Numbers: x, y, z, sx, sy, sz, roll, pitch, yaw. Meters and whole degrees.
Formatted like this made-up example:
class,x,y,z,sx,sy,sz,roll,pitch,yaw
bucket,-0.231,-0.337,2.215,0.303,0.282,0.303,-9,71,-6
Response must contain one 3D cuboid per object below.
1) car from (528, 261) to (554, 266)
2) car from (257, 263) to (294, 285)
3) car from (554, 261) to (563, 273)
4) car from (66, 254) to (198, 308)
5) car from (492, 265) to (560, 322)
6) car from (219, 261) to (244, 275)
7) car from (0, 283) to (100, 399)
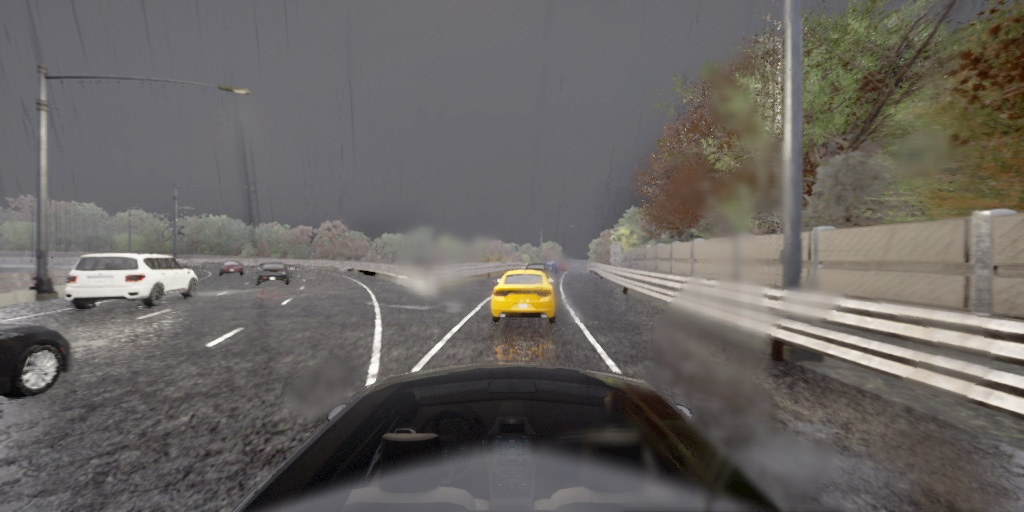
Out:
class,x,y,z,sx,sy,sz,roll,pitch,yaw
car,1.821,1.255,25.465,1.837,1.490,4.892,0,0,8
car,-16.712,1.209,25.335,1.837,1.490,4.892,0,0,-30
car,4.677,1.331,41.974,1.882,1.535,5.008,0,-1,10
car,-15.060,0.932,14.615,2.150,2.045,5.566,0,0,-24
car,0.465,1.227,12.343,1.882,1.535,5.008,0,0,4
car,-28.805,1.198,36.879,1.812,1.442,4.674,0,0,-38
car,-7.101,1.237,3.409,1.837,1.490,4.892,0,0,-18
